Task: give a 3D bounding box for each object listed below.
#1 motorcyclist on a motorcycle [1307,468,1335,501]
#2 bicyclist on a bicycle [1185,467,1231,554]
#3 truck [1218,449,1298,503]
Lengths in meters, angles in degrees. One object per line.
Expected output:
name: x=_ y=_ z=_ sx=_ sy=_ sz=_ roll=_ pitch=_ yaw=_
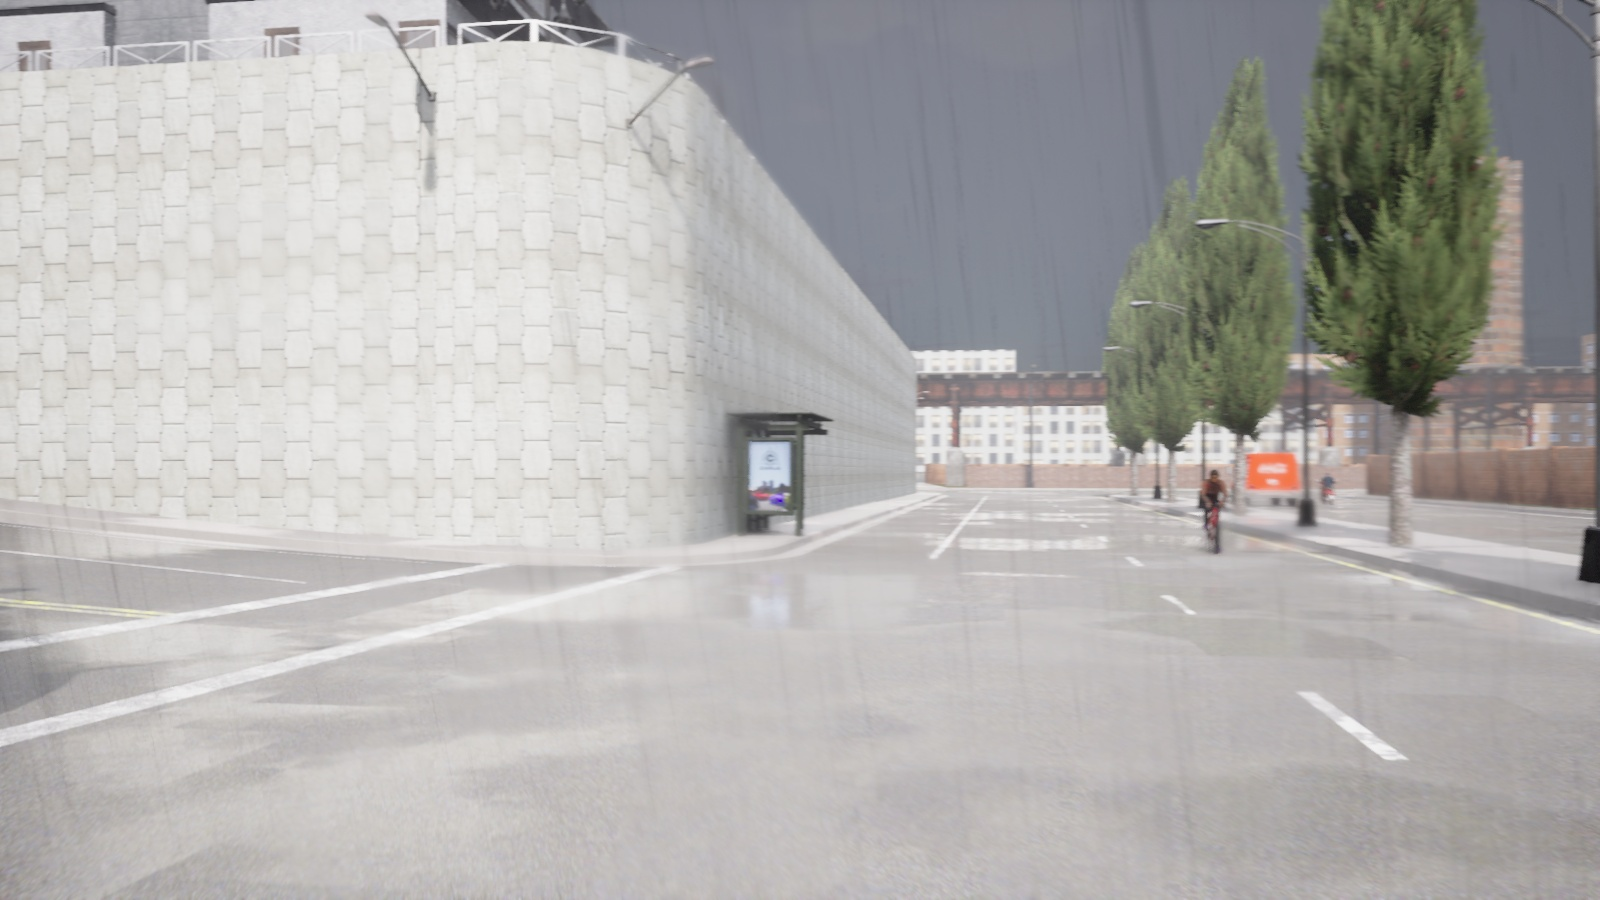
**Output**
motorcyclist on a motorcycle: x=25.555 y=1.677 z=61.586 sx=0.866 sy=1.590 sz=1.817 roll=-1 pitch=-1 yaw=9
bicyclist on a bicycle: x=7.913 y=1.142 z=24.388 sx=0.582 sy=1.620 sz=1.656 roll=-1 pitch=-1 yaw=9
truck: x=21.722 y=1.230 z=59.825 sx=2.627 sy=2.467 sz=5.204 roll=-1 pitch=-1 yaw=9
